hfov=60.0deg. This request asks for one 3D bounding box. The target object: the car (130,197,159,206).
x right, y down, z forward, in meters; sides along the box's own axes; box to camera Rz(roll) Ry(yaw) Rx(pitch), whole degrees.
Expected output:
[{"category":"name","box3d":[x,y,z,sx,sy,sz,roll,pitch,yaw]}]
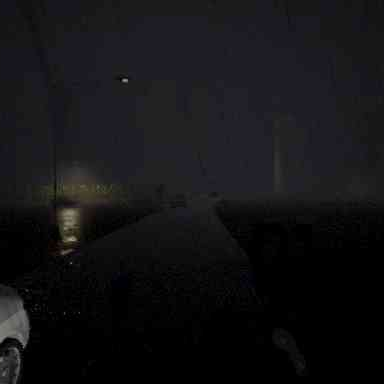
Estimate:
[{"category":"car","box3d":[-7.991,1.560,55.796,4.902,1.511,2.128,0,-1,-2]}]

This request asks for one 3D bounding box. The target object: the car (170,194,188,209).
[{"category":"car","box3d":[-1.710,1.281,44.921,2.150,2.045,5.566,0,0,3]}]

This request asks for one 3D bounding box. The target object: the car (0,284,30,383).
[{"category":"car","box3d":[-2.833,1.524,2.201,1.812,1.442,4.674,0,0,0]}]

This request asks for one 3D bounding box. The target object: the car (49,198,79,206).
[{"category":"car","box3d":[-21.158,1.695,55.224,4.674,1.442,1.812,1,-1,-3]}]
